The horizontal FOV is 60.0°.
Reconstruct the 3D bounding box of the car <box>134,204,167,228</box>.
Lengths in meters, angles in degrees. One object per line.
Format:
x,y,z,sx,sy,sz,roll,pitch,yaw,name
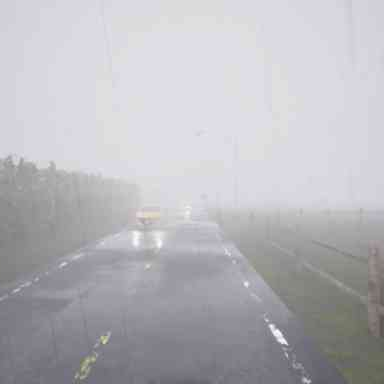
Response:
-2.846,1.646,23.642,1.882,1.535,5.008,0,0,0,car
